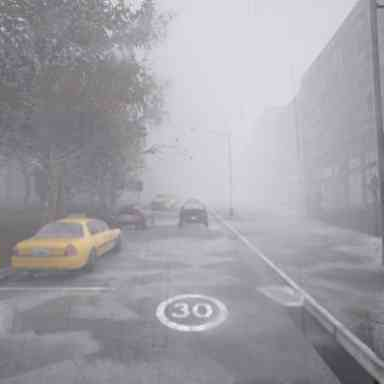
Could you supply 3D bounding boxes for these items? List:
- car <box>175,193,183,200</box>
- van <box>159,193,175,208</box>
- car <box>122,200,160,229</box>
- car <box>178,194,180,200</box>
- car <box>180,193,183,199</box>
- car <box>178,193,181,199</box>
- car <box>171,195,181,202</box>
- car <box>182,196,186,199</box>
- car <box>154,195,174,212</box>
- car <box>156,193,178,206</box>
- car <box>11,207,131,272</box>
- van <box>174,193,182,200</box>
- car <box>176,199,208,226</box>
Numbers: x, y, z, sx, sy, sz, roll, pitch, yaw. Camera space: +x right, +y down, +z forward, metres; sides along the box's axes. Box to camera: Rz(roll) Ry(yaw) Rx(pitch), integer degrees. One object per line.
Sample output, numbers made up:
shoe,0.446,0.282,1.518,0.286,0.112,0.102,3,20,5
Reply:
car,-3.655,1.314,94.166,2.185,1.767,4.553,0,0,2
van,-3.649,1.223,49.750,1.878,1.987,4.442,0,0,2
car,-3.652,1.506,21.809,2.163,1.488,4.792,0,0,2
car,-3.646,1.442,55.388,1.946,1.575,5.366,0,0,2
car,-3.655,1.316,71.883,2.185,1.767,4.553,0,0,2
car,-3.653,1.442,60.768,2.097,1.535,5.008,0,0,2
car,-3.653,1.481,77.482,2.002,1.452,4.674,0,0,2
car,0.100,1.524,41.868,2.033,1.411,5.357,0,0,0
car,-3.653,1.460,38.487,2.097,1.535,5.008,0,0,2
car,-3.653,1.203,44.091,2.435,2.045,5.566,0,0,2
car,-3.646,1.478,10.823,1.946,1.575,5.366,0,0,2
van,-3.649,1.214,88.743,1.878,1.987,4.442,0,0,2
car,0.101,1.474,23.279,1.882,1.535,5.008,0,0,0
